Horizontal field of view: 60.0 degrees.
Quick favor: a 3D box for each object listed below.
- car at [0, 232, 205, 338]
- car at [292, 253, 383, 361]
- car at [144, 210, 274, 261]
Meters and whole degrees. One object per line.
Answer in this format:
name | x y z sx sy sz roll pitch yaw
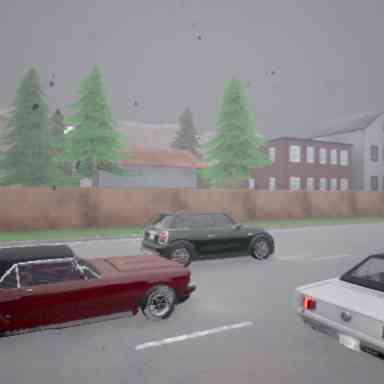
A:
car | -2.339 1.628 5.912 4.718 1.301 1.895 0 0 -28
car | 3.976 1.642 5.275 4.718 1.301 1.895 0 0 -28
car | 0.617 1.419 11.419 4.553 1.767 2.097 0 0 -28
